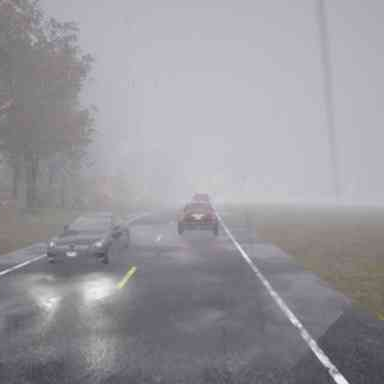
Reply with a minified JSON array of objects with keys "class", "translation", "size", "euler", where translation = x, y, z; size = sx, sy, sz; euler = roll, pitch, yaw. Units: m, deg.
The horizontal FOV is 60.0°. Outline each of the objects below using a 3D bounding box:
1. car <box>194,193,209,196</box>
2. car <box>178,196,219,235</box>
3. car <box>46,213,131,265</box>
[{"class":"car","translation":[1.145,1.159,39.380],"size":[2.150,2.045,5.566],"euler":[0,0,3]},{"class":"car","translation":[0.369,1.307,18.778],"size":[2.097,1.767,4.553],"euler":[0,0,1]},{"class":"car","translation":[-3.367,1.492,11.736],"size":[1.812,1.442,4.674],"euler":[0,0,1]}]
